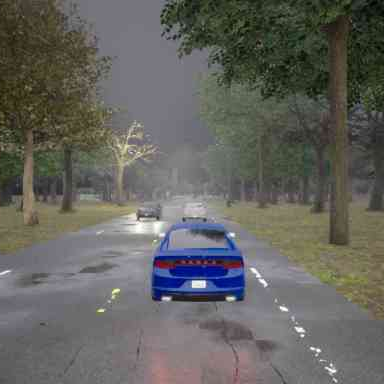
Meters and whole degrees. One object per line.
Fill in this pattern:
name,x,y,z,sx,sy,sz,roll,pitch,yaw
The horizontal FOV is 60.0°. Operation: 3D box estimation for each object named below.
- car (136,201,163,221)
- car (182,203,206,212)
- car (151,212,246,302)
car,-3.508,1.563,28.196,1.837,1.490,4.892,0,0,0
car,0.187,1.580,26.879,1.812,1.442,4.674,0,0,0
car,0.129,1.485,8.366,1.882,1.535,5.008,0,0,0
